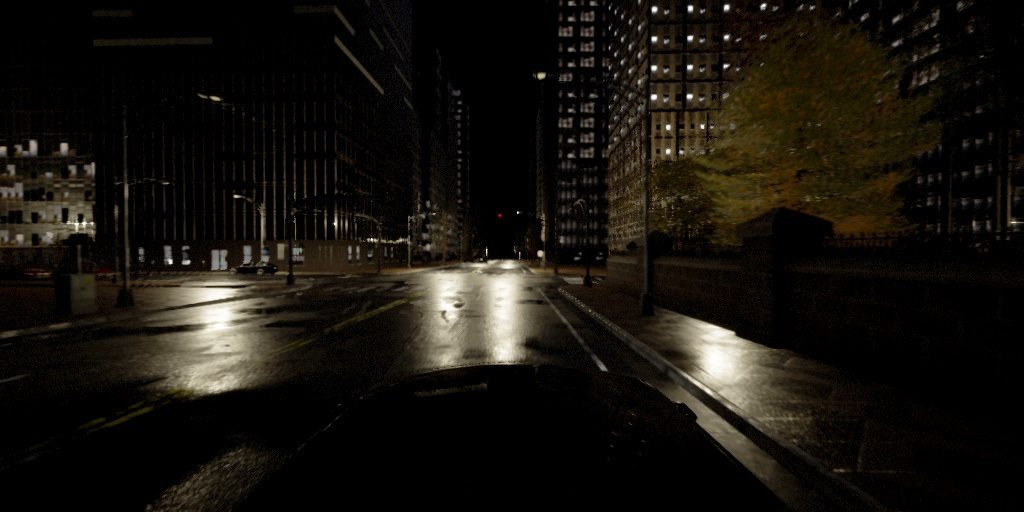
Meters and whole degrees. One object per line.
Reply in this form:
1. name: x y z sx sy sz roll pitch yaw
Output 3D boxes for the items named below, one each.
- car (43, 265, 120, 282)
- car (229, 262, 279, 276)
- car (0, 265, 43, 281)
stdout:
1. car: -32.864 1.323 27.714 4.207 1.307 1.802 0 0 2
2. car: -25.537 1.213 35.578 4.313 1.339 1.948 0 0 2
3. car: -38.413 1.310 27.886 4.207 1.307 1.802 0 0 2
